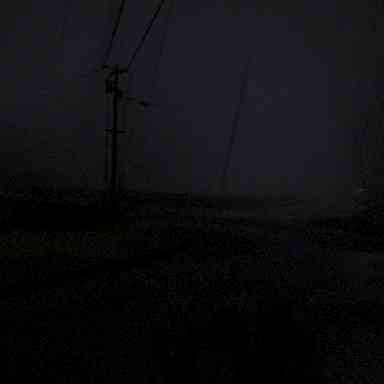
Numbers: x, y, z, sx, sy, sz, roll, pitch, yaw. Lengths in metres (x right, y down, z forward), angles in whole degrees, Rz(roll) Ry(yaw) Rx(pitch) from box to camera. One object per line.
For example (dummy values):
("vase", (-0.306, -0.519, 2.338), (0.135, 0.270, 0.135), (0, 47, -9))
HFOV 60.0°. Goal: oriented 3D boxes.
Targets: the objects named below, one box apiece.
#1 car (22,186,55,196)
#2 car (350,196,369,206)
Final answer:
("car", (-20.284, -0.117, 44.050), (5.357, 1.411, 2.033), (3, 2, 36))
("car", (24.801, 1.271, 49.041), (1.895, 1.301, 4.718), (3, 2, 35))
